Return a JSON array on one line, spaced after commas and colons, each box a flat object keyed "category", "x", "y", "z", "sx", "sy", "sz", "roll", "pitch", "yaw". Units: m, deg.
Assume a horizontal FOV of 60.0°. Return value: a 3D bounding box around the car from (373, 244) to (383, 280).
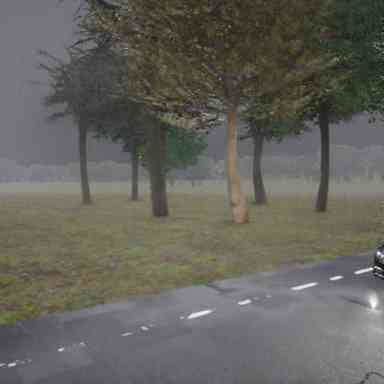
[{"category": "car", "x": 6.570, "y": 1.464, "z": 8.547, "sx": 4.902, "sy": 1.511, "sz": 2.128, "roll": 0, "pitch": 0, "yaw": -35}]
